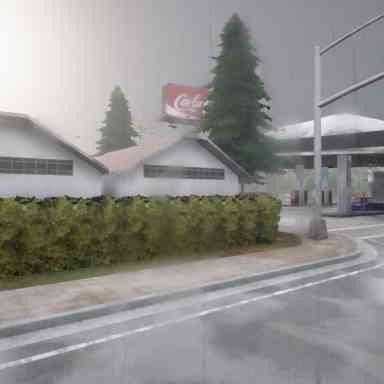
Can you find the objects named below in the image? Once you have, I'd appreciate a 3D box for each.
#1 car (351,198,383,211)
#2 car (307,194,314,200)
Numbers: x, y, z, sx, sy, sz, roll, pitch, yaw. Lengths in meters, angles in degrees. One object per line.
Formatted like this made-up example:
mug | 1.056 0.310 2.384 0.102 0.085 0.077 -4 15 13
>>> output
car | 20.748 1.480 39.301 4.611 1.667 2.242 0 0 -36
car | 31.771 1.330 88.805 2.152 1.636 5.027 0 0 -36
